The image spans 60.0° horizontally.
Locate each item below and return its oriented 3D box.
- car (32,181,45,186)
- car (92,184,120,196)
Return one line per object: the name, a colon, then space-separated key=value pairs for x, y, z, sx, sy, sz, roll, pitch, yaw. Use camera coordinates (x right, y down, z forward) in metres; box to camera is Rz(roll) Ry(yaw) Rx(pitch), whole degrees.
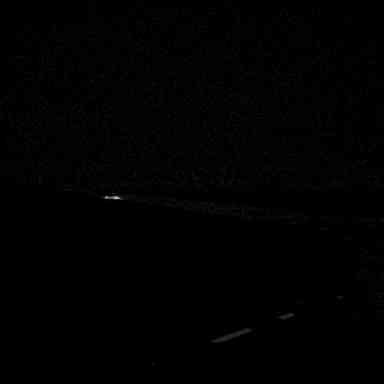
car: x=-38.683 y=-1.909 z=84.612 sx=1.812 sy=1.442 sz=4.674 roll=-2 pitch=2 yaw=-36
car: x=-10.714 y=-0.255 z=40.961 sx=2.033 sy=1.411 sz=5.357 roll=-2 pitch=3 yaw=-36
